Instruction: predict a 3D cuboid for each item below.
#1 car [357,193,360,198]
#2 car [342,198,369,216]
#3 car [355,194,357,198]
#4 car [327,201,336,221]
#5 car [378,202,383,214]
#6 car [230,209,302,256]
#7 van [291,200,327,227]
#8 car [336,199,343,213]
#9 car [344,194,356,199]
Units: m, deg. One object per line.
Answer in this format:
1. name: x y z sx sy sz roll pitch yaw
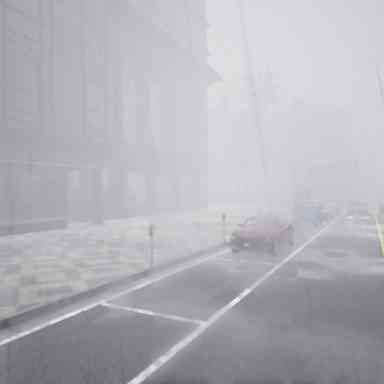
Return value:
1. car: 40.896 1.590 84.794 1.967 1.590 4.097 -1 0 28
2. car: 16.702 1.615 33.545 2.033 1.411 5.357 -1 0 29
3. car: 33.253 1.582 70.441 1.967 1.590 4.097 -1 -1 28
4. car: 10.632 1.531 27.956 1.967 1.590 4.097 -1 -1 28
5. car: 21.171 1.599 35.476 1.994 1.385 4.181 -1 0 28
6. car: 2.983 1.611 13.586 1.887 1.381 4.507 -1 -1 28
7. van: 8.080 1.424 23.167 1.690 1.788 3.998 -1 -1 28
8. car: 15.734 1.687 37.534 1.802 1.307 4.206 -1 -1 28
9. car: 30.707 1.688 65.656 2.008 1.369 4.403 -1 -1 28
